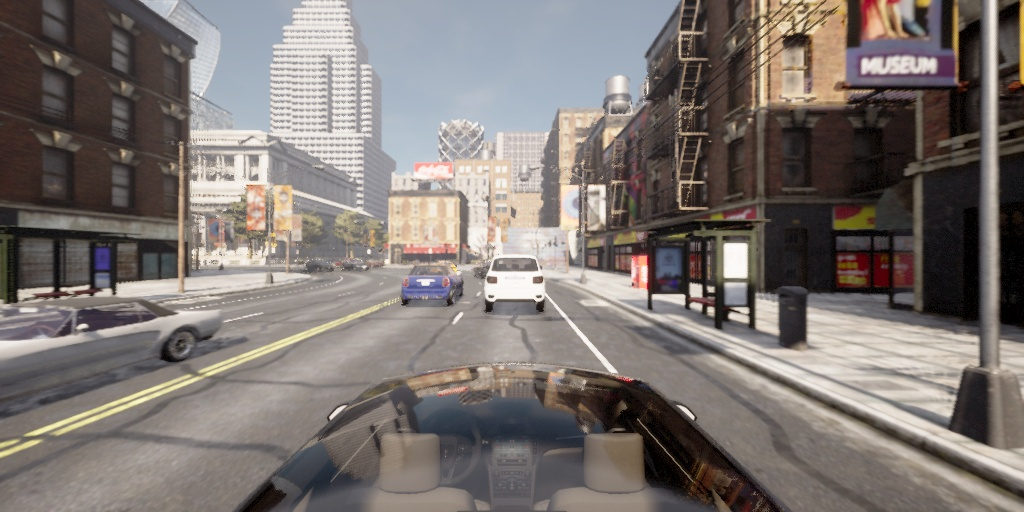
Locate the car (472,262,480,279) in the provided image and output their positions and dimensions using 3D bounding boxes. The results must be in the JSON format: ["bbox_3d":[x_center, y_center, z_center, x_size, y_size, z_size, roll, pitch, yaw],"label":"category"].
[{"bbox_3d":[-2.349,1.241,32.440,2.128,1.511,4.902,0,0,-18],"label":"car"}]

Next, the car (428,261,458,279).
[{"bbox_3d":[-6.606,1.227,33.936,1.882,1.535,5.008,0,0,-21],"label":"car"}]

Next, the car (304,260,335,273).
[{"bbox_3d":[-24.038,1.257,44.717,4.892,1.490,1.837,0,-1,35],"label":"car"}]

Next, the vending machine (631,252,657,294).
[{"bbox_3d":[7.374,0.945,20.426,1.100,2.100,0.880,0,0,-1],"label":"vending machine"}]

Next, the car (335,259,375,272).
[{"bbox_3d":[-20.245,1.241,46.193,4.902,1.511,2.128,0,0,39],"label":"car"}]

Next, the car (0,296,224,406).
[{"bbox_3d":[-7.103,1.351,5.404,1.895,1.301,4.718,0,0,0],"label":"car"}]

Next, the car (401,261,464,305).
[{"bbox_3d":[-3.441,1.102,16.248,2.097,1.767,4.553,0,0,-1],"label":"car"}]

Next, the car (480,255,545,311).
[{"bbox_3d":[0.098,0.971,14.638,2.150,2.045,5.566,0,0,0],"label":"car"}]
